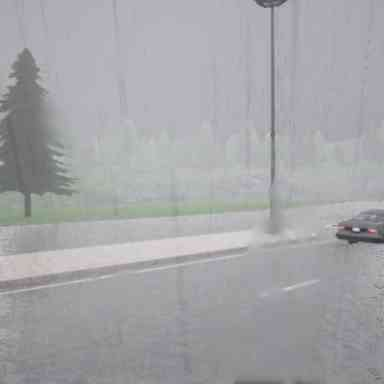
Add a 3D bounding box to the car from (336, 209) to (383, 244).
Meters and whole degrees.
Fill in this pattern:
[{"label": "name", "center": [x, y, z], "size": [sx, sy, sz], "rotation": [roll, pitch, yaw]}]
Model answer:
[{"label": "car", "center": [8.212, 1.438, 13.876], "size": [5.357, 1.411, 2.033], "rotation": [-1, 0, -35]}]
